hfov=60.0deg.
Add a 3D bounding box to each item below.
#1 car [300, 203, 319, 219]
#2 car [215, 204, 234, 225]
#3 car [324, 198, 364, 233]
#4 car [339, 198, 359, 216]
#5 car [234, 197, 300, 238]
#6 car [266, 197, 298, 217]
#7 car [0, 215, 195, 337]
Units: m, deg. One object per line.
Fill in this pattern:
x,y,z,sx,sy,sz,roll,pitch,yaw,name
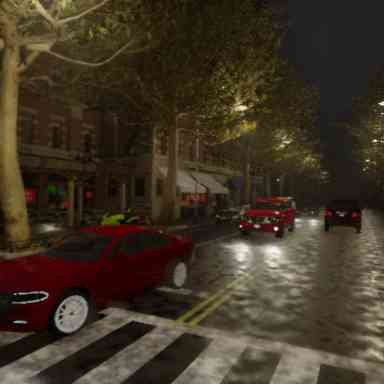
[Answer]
11.735,1.907,33.773,1.812,1.442,4.674,1,0,26,car
3.331,1.646,24.827,2.231,1.521,4.892,1,0,26,car
10.289,1.530,22.572,2.150,2.045,5.566,1,0,26,car
20.081,1.814,42.353,2.150,2.045,5.566,1,-1,26,car
4.522,1.388,19.264,2.150,2.045,5.566,1,0,27,car
10.241,1.590,37.438,2.435,2.045,5.566,1,0,26,car
-1.791,1.465,6.998,1.882,1.535,5.008,1,0,31,car
